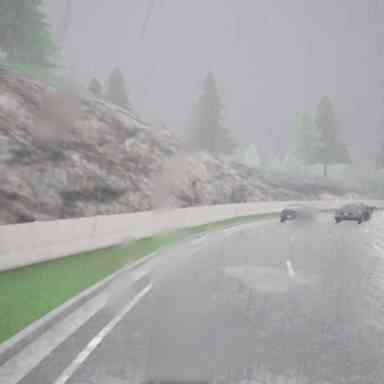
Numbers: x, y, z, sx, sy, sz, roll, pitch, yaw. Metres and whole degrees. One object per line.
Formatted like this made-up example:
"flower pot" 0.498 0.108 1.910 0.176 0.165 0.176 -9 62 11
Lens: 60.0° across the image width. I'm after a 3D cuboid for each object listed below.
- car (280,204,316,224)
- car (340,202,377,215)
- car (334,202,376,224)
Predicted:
"car" 8.448 1.677 26.514 1.812 1.442 4.674 0 0 33
"car" 18.901 1.831 37.698 4.718 1.301 1.895 0 0 -38
"car" 12.889 1.708 26.508 2.033 1.411 5.357 0 0 37
